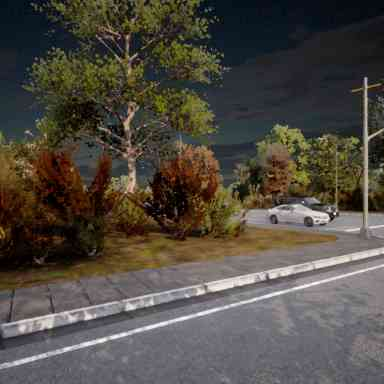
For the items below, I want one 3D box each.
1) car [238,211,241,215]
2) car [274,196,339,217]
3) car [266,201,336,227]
[{"bbox_3d":[2.854,1.589,34.535,2.097,1.767,4.553,0,-1,-42],"label":"car"},{"bbox_3d":[9.084,1.316,27.263,2.150,2.045,5.566,0,-1,-37],"label":"car"},{"bbox_3d":[7.401,1.600,23.669,1.812,1.442,4.674,0,-1,-38],"label":"car"}]
